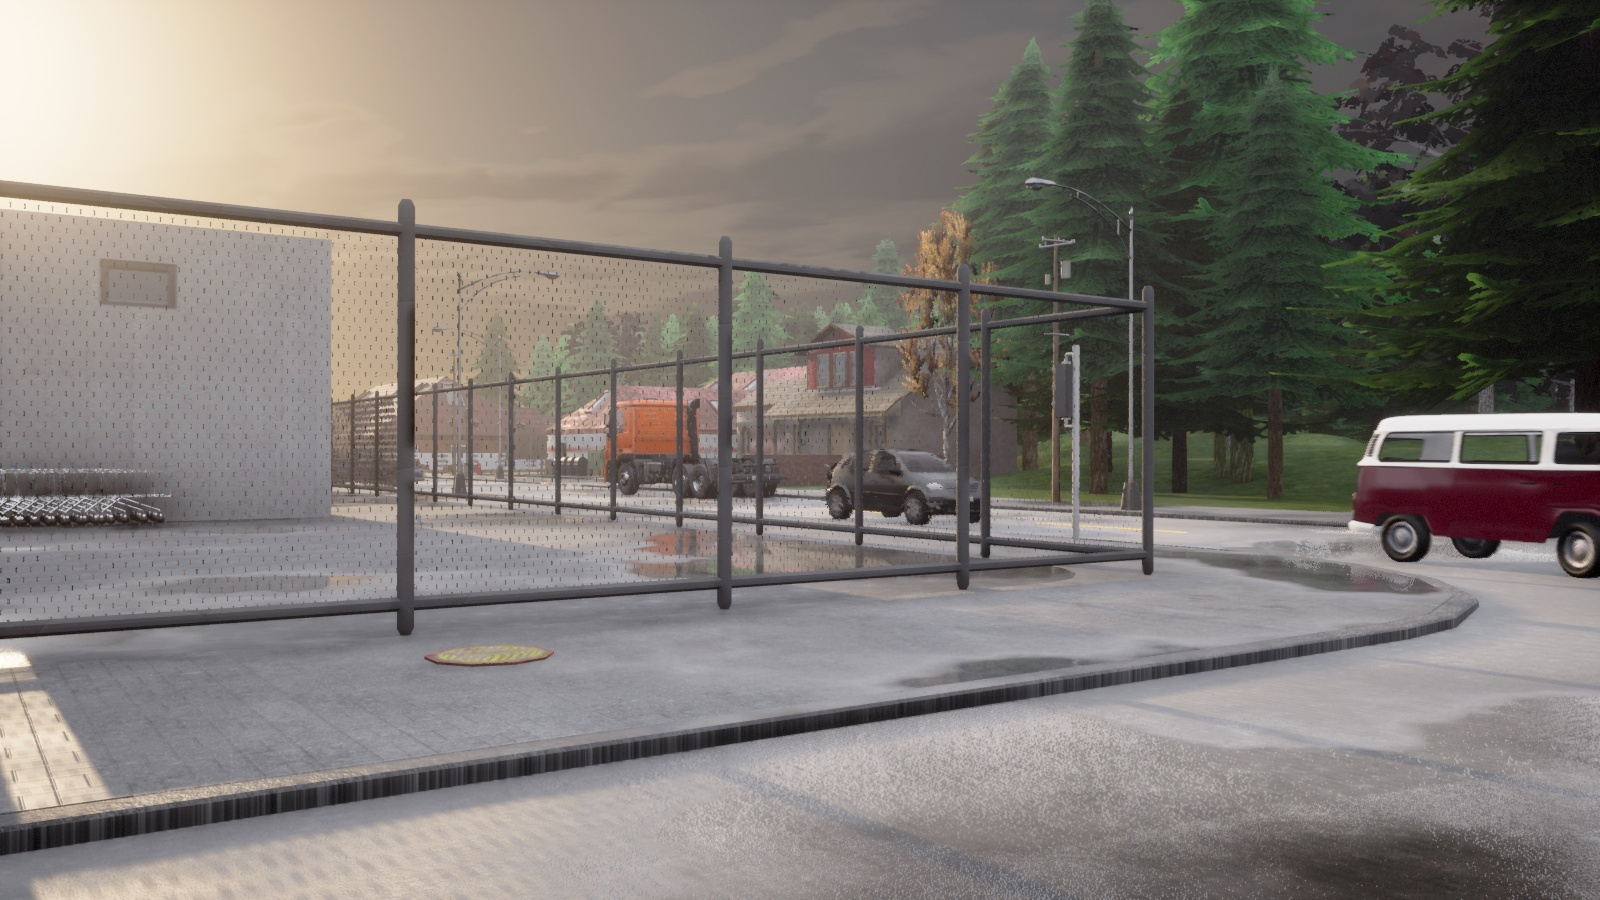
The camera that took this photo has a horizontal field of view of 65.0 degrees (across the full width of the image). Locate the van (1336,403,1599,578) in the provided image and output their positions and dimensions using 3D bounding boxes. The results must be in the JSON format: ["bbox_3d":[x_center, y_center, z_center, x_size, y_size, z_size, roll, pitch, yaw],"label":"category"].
[{"bbox_3d":[9.576,0.488,16.371,2.069,2.038,4.480,1,-1,-26],"label":"van"}]

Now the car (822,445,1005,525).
[{"bbox_3d":[2.388,0.705,27.363,1.851,1.617,3.988,0,0,-35],"label":"car"}]

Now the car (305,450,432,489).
[{"bbox_3d":[-18.663,0.847,54.437,4.856,1.649,2.033,0,-1,-5],"label":"car"}]

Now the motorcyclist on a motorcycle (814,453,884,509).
[{"bbox_3d":[1.377,0.865,35.853,0.866,1.530,2.191,0,0,-35],"label":"motorcyclist on a motorcycle"}]

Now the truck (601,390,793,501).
[{"bbox_3d":[-3.727,-0.123,43.236,2.891,3.462,7.936,0,0,-36],"label":"truck"}]
